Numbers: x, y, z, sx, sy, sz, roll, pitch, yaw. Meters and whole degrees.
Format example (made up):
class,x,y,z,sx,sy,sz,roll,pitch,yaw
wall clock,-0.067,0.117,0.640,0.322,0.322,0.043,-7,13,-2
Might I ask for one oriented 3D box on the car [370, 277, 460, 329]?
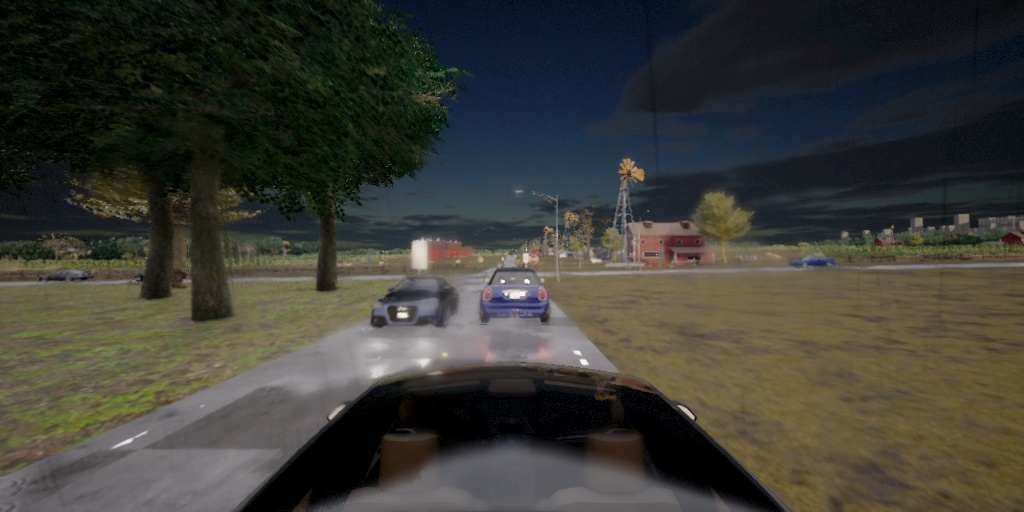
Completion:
class,x,y,z,sx,sy,sz,roll,pitch,yaw
car,-2.853,1.366,11.349,1.994,1.385,4.181,0,0,0

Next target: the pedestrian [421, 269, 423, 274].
class,x,y,z,sx,sy,sz,roll,pitch,yaw
pedestrian,-12.184,1.548,48.443,0.375,1.860,0.375,0,2,0

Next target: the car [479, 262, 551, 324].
class,x,y,z,sx,sy,sz,roll,pitch,yaw
car,0.087,1.161,12.319,2.097,1.767,4.553,0,0,0

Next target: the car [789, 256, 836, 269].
class,x,y,z,sx,sy,sz,roll,pitch,yaw
car,37.783,0.746,45.171,5.008,1.535,1.882,-1,1,1

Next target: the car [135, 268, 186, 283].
class,x,y,z,sx,sy,sz,roll,pitch,yaw
car,-41.775,2.172,42.638,4.553,1.767,2.097,-1,1,1
